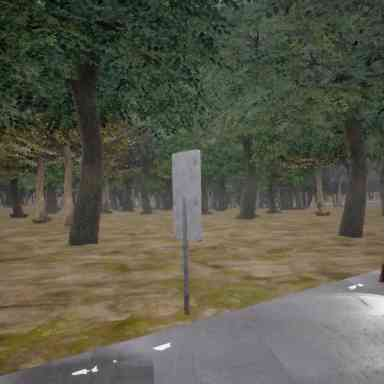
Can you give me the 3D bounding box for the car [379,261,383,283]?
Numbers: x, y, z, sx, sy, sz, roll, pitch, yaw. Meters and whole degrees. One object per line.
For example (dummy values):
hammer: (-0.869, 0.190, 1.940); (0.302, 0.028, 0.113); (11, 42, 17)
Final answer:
car: (6.293, 1.556, 7.902); (4.181, 1.385, 1.994); (0, 0, -36)
